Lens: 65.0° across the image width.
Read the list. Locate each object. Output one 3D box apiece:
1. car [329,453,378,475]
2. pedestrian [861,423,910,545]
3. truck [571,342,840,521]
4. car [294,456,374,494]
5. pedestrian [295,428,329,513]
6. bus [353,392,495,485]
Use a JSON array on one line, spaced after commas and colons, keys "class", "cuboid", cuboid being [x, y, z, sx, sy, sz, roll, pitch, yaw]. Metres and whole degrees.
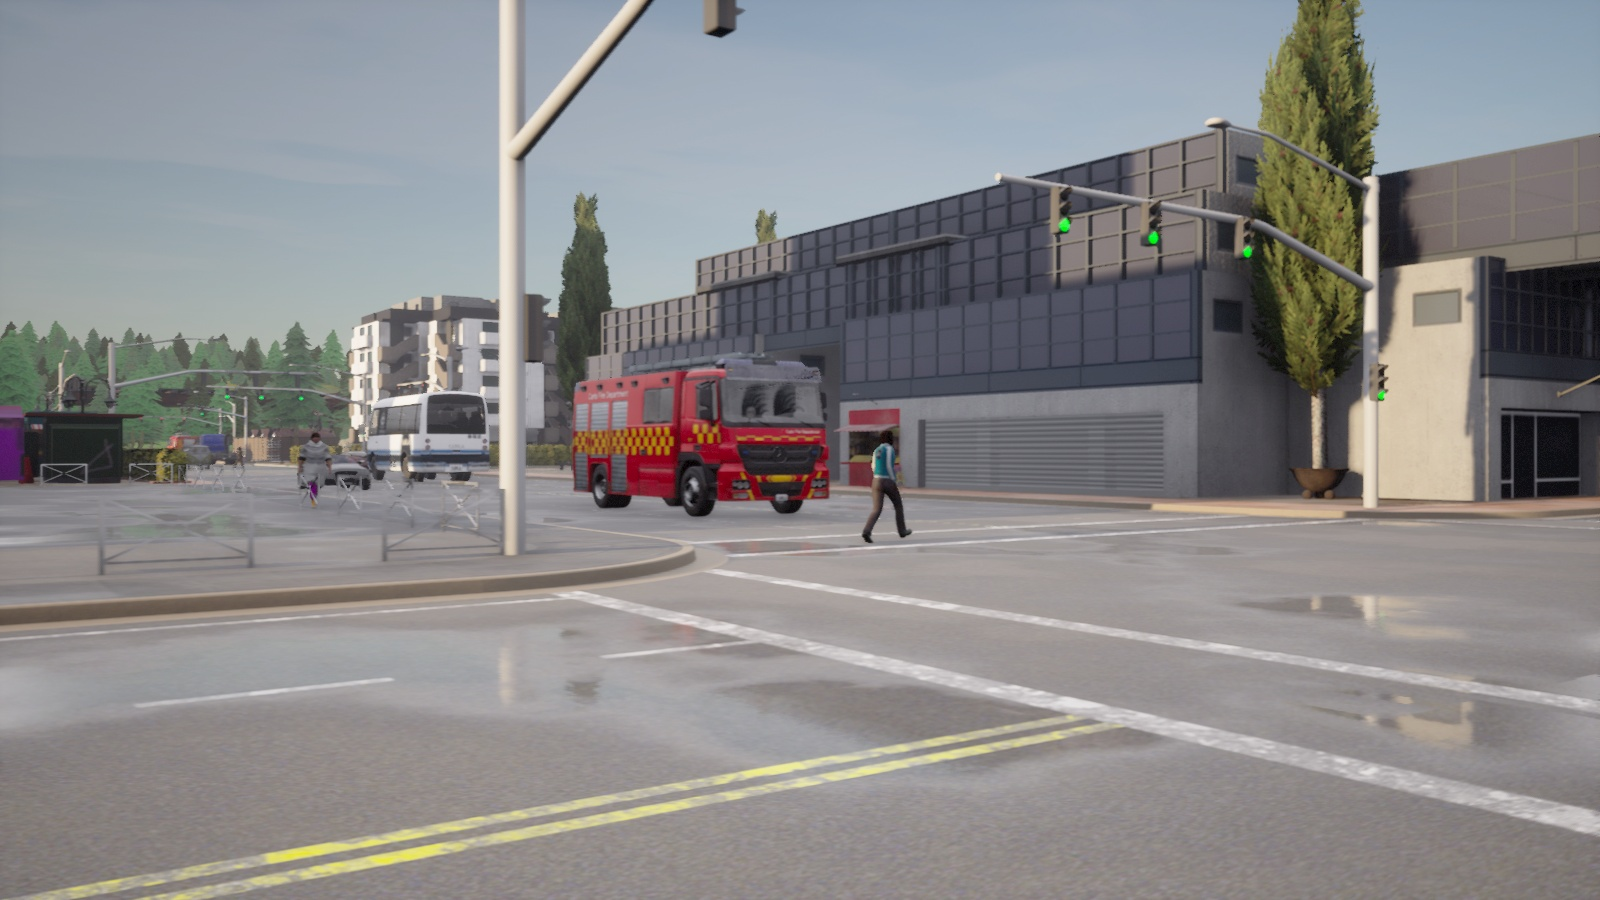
[{"class": "car", "cuboid": [-31.187, 0.938, 87.604, 2.163, 1.488, 4.792, 0, 0, -33]}, {"class": "pedestrian", "cuboid": [1.378, 0.534, 20.165, 0.692, 1.930, 0.396, 0, 0, -41]}, {"class": "truck", "cuboid": [-2.637, -0.394, 31.147, 2.891, 3.827, 8.468, 0, 0, -33]}, {"class": "car", "cuboid": [-17.840, 0.919, 47.994, 1.994, 1.385, 4.181, 0, 0, -33]}, {"class": "pedestrian", "cuboid": [-11.465, 0.474, 29.497, 0.659, 1.952, 0.873, 0, 0, -27]}, {"class": "bus", "cuboid": [-18.845, -0.511, 62.315, 3.944, 4.253, 10.273, 0, 0, -33]}]
